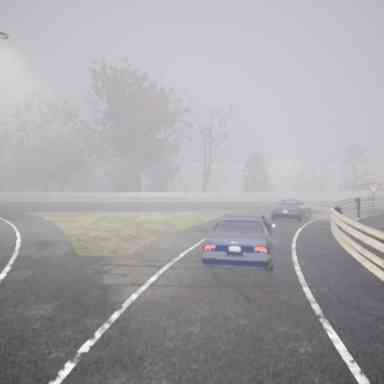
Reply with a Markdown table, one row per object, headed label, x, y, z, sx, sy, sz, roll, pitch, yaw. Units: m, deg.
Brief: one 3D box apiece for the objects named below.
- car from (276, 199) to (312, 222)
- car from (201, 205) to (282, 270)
| label | x | y | z | sx | sy | sz | roll | pitch | yaw |
| --- | --- | --- | --- | --- | --- | --- | --- | --- | --- |
| car | 6.712 | 1.145 | 22.302 | 1.994 | 1.385 | 4.181 | 1 | 1 | 29 |
| car | 1.581 | 1.348 | 10.328 | 2.033 | 1.411 | 5.357 | 0 | 1 | 13 |
